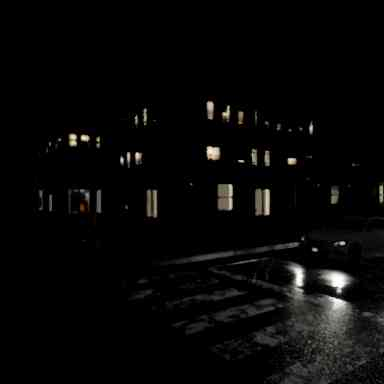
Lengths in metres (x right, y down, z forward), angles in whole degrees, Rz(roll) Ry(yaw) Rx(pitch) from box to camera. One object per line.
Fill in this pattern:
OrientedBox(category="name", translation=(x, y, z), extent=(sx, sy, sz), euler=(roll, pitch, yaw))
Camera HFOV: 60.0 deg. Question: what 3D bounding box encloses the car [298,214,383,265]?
OrientedBox(category="car", translation=(5.831, 1.548, 11.832), extent=(4.674, 1.442, 1.812), euler=(0, 0, -34))
